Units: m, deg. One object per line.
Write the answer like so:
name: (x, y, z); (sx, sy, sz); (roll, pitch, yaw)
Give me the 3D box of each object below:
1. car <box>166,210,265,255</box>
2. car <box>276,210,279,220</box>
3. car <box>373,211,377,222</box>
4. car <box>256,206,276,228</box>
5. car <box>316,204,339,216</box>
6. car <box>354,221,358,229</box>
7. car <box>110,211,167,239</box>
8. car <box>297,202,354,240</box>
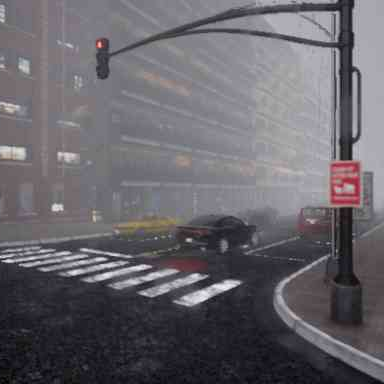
car: (1.274, 1.731, 14.752); (1.882, 1.535, 5.008); (0, -1, 34)
car: (7.301, 2.144, 33.431); (1.887, 1.381, 4.507); (-1, -2, 35)
car: (17.422, 2.276, 33.329); (1.802, 1.307, 4.206); (-1, -2, 35)
car: (4.314, 2.000, 24.629); (1.994, 1.385, 4.181); (0, -1, 35)
car: (17.998, 2.369, 44.043); (1.837, 1.490, 4.892); (0, -2, 36)
car: (10.923, 2.036, 24.053); (1.887, 1.381, 4.507); (-1, -2, 35)
car: (-2.546, 1.814, 19.376); (1.752, 1.417, 4.829); (-1, -2, 35)
car: (7.672, 1.704, 19.421); (2.192, 1.841, 5.009); (-1, -2, 35)
